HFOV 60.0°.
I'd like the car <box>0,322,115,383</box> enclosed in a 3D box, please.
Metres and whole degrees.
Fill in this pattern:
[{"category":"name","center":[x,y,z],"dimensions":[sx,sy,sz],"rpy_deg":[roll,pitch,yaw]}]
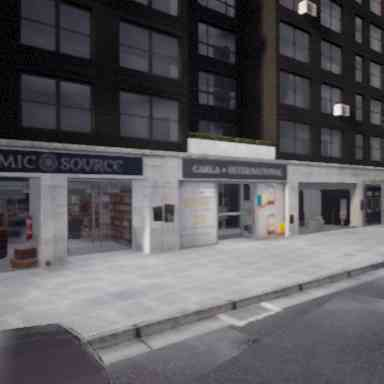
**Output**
[{"category":"car","center":[-2.894,1.559,1.312],"dimensions":[5.357,1.411,2.033],"rpy_deg":[0,0,-35]}]
